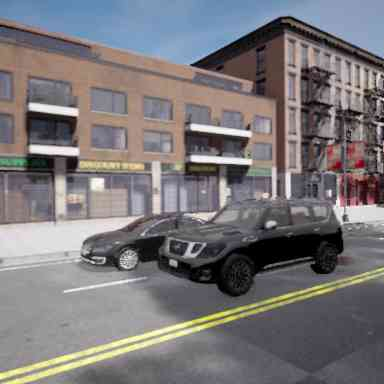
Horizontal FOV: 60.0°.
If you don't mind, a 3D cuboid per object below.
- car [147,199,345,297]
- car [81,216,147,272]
[{"bbox_3d":[1.840,1.221,8.977,5.566,2.045,2.150,0,0,-35],"label":"car"},{"bbox_3d":[-1.082,1.504,10.886,4.892,1.490,1.837,0,0,-35],"label":"car"}]
